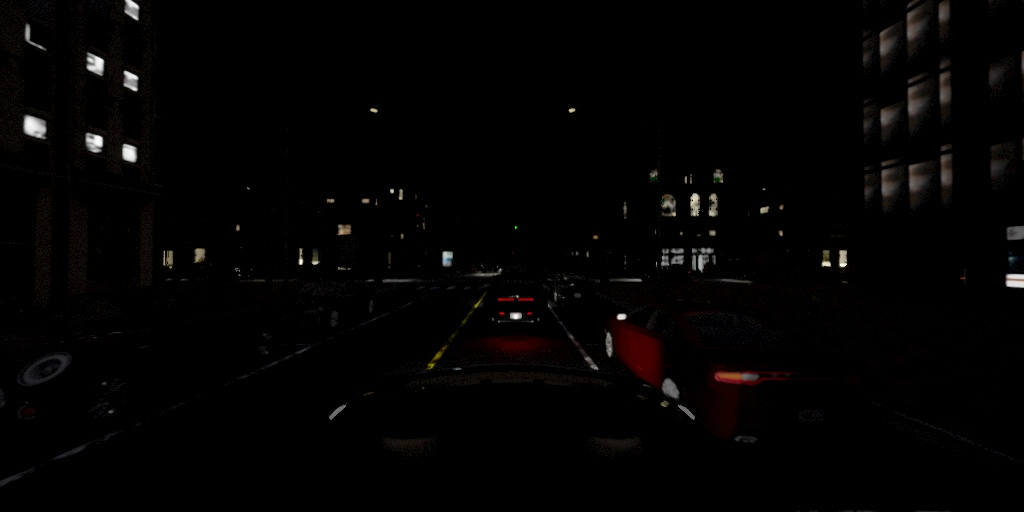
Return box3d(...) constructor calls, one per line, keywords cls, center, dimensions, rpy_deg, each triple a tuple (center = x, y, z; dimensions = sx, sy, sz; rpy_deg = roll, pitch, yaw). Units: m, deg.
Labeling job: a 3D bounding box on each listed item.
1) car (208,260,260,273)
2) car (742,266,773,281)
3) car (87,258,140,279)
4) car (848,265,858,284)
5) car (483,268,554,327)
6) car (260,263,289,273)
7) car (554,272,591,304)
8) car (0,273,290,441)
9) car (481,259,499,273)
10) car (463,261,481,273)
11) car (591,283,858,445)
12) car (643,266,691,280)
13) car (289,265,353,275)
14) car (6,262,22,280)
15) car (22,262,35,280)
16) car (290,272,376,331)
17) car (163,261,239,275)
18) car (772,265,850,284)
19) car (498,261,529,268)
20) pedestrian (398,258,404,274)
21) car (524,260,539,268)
box3d(cls="car", center=(-25.615, 1.188, 31.853), dimensions=(4.553, 1.767, 2.097), rpy_deg=(0, -1, 1))
box3d(cls="car", center=(24.628, 1.625, 34.275), dimensions=(4.674, 1.442, 1.812), rpy_deg=(0, -1, 1))
box3d(cls="car", center=(-30.950, 1.097, 29.334), dimensions=(5.009, 1.841, 2.192), rpy_deg=(0, 0, 1))
box3d(cls="car", center=(29.179, 1.493, 28.403), dimensions=(4.097, 1.591, 1.967), rpy_deg=(0, 0, 1))
box3d(cls="car", center=(0.103, 1.322, 11.796), dimensions=(1.837, 1.490, 4.892), rpy_deg=(0, 0, 0))
box3d(cls="car", center=(-25.451, 1.431, 37.630), dimensions=(4.829, 1.417, 1.751), rpy_deg=(0, 0, 1))
box3d(cls="car", center=(2.692, 1.401, 16.843), dimensions=(2.007, 1.370, 4.403), rpy_deg=(0, 0, 0))
box3d(cls="car", center=(-5.689, 1.215, 5.477), dimensions=(1.967, 1.591, 4.097), rpy_deg=(0, 0, 0))
box3d(cls="car", center=(-3.080, 1.548, 49.924), dimensions=(1.882, 1.535, 5.008), rpy_deg=(0, 0, 1))
box3d(cls="car", center=(-5.687, 1.648, 49.246), dimensions=(1.802, 1.307, 4.207), rpy_deg=(0, 0, 0))
box3d(cls="car", center=(2.691, 1.320, 5.459), dimensions=(1.888, 1.381, 4.507), rpy_deg=(0, 0, 0))
box3d(cls="car", center=(14.813, 1.616, 34.423), dimensions=(4.181, 1.385, 1.994), rpy_deg=(0, -1, 1))
box3d(cls="car", center=(-16.567, 1.475, 31.709), dimensions=(4.718, 1.301, 1.895), rpy_deg=(0, -1, 1))
box3d(cls="car", center=(-42.022, 1.283, 29.506), dimensions=(4.507, 1.381, 1.888), rpy_deg=(0, 0, 1))
box3d(cls="car", center=(-36.486, 1.311, 29.420), dimensions=(4.403, 1.370, 2.007), rpy_deg=(0, 0, 1))
box3d(cls="car", center=(-5.689, 1.363, 11.169), dimensions=(2.007, 1.370, 4.403), rpy_deg=(0, 0, 0))
box3d(cls="car", center=(-25.413, 1.356, 29.249), dimensions=(4.403, 1.370, 2.007), rpy_deg=(0, 0, 1))
box3d(cls="car", center=(23.644, 1.607, 28.454), dimensions=(4.207, 1.307, 1.802), rpy_deg=(0, 0, 1))
box3d(cls="car", center=(0.107, 1.410, 29.279), dimensions=(1.882, 1.535, 5.008), rpy_deg=(0, 0, 0))
box3d(cls="pedestrian", center=(-12.549, 1.136, 40.388), dimensions=(0.375, 1.860, 0.375), rpy_deg=(0, -1, 1))
box3d(cls="car", center=(2.694, 1.632, 49.233), dimensions=(1.948, 1.339, 4.313), rpy_deg=(0, 0, 0))
